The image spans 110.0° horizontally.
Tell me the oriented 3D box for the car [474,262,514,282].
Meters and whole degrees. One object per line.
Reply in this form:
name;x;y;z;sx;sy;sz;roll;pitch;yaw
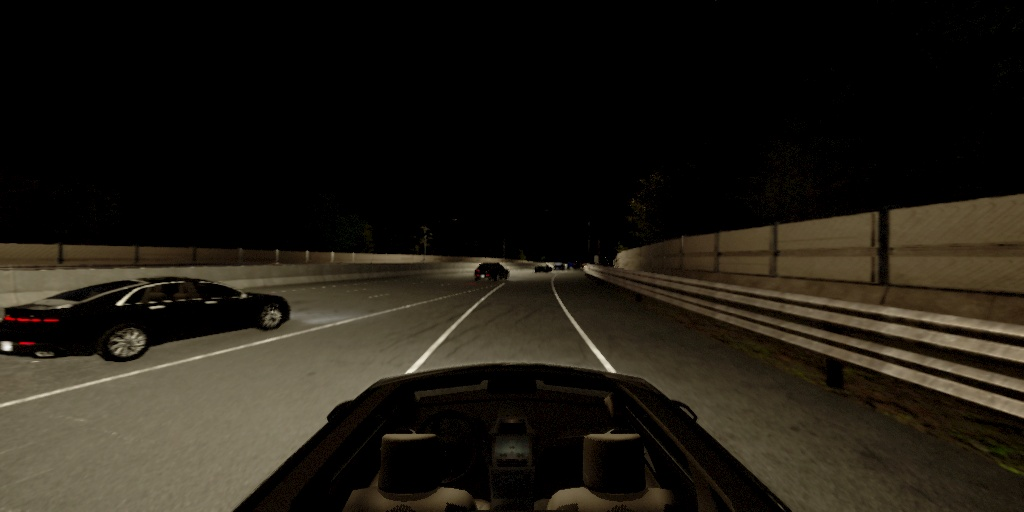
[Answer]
car;-1.584;1.304;29.426;1.837;1.490;4.892;0;-1;16

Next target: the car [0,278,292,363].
car;-7.486;1.235;8.112;1.837;1.490;4.892;0;-1;15

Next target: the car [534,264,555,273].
car;4.585;1.817;51.713;1.895;1.301;4.718;0;-1;15
